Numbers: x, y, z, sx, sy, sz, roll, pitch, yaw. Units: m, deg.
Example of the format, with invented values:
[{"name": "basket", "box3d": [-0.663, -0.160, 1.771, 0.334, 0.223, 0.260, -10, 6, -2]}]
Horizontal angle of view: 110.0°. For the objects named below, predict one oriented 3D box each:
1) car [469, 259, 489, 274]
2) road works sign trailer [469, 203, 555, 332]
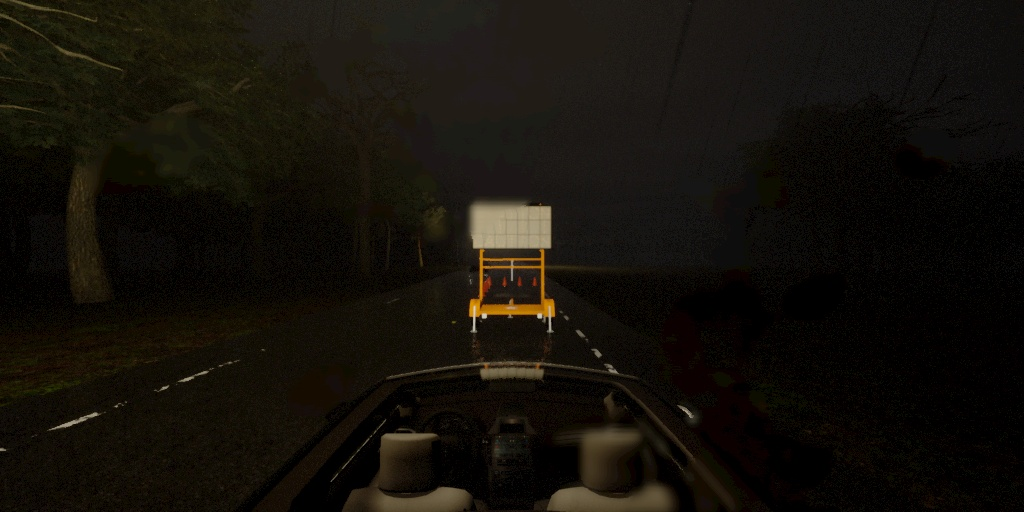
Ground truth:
[{"name": "car", "box3d": [-3.591, 1.112, 39.988, 1.882, 1.535, 5.008, 0, 0, 0]}, {"name": "road works sign trailer", "box3d": [0.002, 0.210, 10.804, 2.380, 3.560, 2.880, 0, 0, 0]}]
